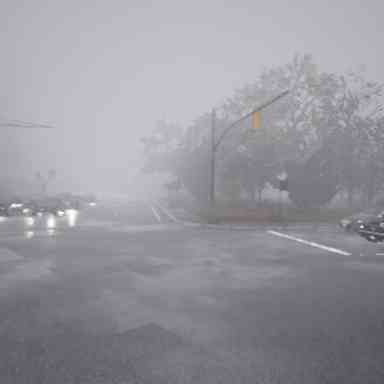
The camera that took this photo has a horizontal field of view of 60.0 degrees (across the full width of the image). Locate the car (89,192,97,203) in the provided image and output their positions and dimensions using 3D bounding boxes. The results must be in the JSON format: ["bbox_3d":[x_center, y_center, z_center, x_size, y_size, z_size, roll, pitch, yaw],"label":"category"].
[{"bbox_3d":[-15.426,0.819,50.098,1.882,1.535,5.008,1,1,-10],"label":"car"}]

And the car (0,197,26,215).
[{"bbox_3d":[-15.317,1.093,27.448,2.033,1.411,5.357,1,0,-9],"label":"car"}]

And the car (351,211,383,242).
[{"bbox_3d":[9.917,1.682,14.786,4.718,1.301,1.895,1,0,-12],"label":"car"}]

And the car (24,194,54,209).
[{"bbox_3d":[-16.758,0.976,36.704,1.812,1.442,4.674,1,0,-9],"label":"car"}]

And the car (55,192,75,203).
[{"bbox_3d":[-18.869,0.787,49.475,1.837,1.490,4.892,1,1,-10],"label":"car"}]

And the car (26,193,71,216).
[{"bbox_3d":[-11.821,1.111,27.731,1.837,1.490,4.892,1,0,-9],"label":"car"}]

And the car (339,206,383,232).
[{"bbox_3d":[10.645,1.562,18.519,4.902,1.511,2.128,1,0,-12],"label":"car"}]

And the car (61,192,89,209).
[{"bbox_3d":[-13.264,1.003,36.989,2.128,1.511,4.902,1,0,-9],"label":"car"}]
